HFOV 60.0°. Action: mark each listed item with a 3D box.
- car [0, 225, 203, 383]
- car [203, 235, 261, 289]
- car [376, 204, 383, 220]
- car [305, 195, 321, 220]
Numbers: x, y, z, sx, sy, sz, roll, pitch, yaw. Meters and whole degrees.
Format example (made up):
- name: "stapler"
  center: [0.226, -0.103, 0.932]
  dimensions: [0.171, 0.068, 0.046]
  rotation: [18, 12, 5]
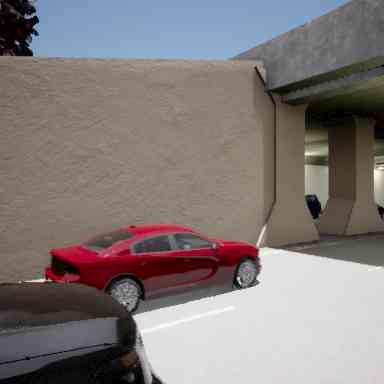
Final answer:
- name: "car"
  center: [-2.835, 1.223, 1.607]
  dimensions: [5.566, 2.045, 2.150]
  rotation: [0, 0, -35]
- name: "car"
  center: [-0.588, 1.477, 7.500]
  dimensions: [5.008, 1.535, 1.882]
  rotation: [0, 0, -35]
- name: "car"
  center: [13.484, 1.548, 26.361]
  dimensions: [5.357, 1.411, 2.033]
  rotation: [0, 0, -35]
- name: "car"
  center: [8.072, 1.222, 26.812]
  dimensions: [5.566, 2.045, 2.150]
  rotation: [0, 0, -35]
